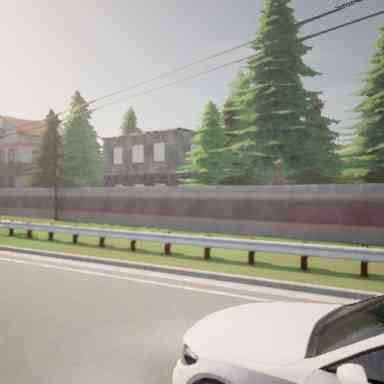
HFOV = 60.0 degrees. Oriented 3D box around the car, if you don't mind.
[{"bbox_3d":[2.005,1.526,2.545,4.674,1.442,1.812,0,0,35],"label":"car"}]
